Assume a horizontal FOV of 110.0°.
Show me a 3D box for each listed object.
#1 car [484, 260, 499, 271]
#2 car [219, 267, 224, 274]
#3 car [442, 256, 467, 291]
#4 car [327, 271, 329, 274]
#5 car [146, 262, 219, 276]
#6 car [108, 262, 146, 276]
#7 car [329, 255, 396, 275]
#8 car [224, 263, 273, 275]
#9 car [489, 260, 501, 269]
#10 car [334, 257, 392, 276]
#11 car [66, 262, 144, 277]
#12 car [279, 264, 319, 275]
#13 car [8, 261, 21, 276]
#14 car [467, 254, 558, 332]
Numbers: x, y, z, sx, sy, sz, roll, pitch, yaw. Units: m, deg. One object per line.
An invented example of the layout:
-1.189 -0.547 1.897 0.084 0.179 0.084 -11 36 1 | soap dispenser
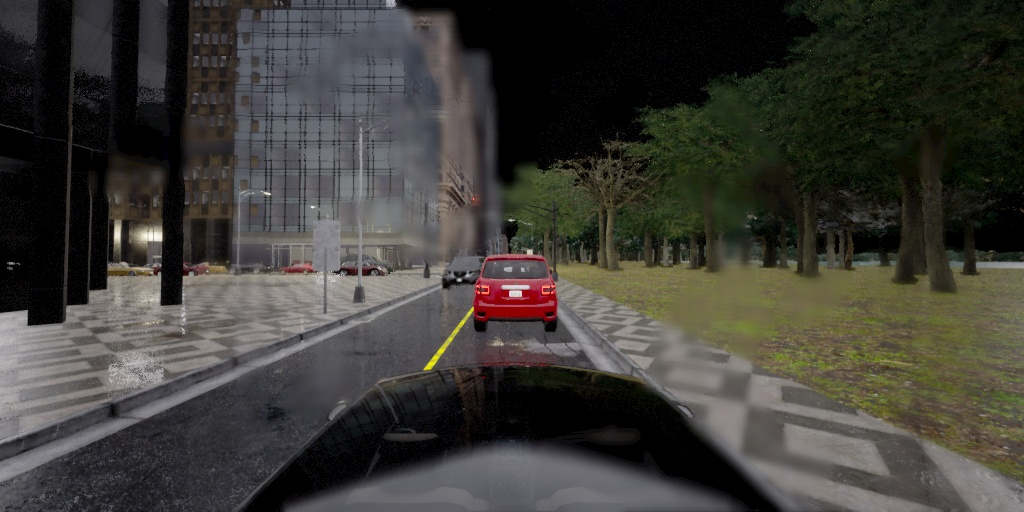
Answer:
-3.038 1.395 53.109 2.033 1.411 5.357 0 0 -3 | car
-35.580 1.455 41.195 4.829 1.417 1.751 0 0 0 | car
-2.777 0.986 22.596 2.150 2.045 5.566 0 0 3 | car
-18.949 1.485 41.195 4.313 1.339 1.948 0 0 0 | car
-29.928 1.245 32.673 4.507 1.381 1.888 0 0 0 | car
-35.246 1.229 32.673 4.829 1.417 1.751 0 0 0 | car
-14.417 0.982 35.361 5.566 2.045 2.150 0 -2 0 | car
-29.923 1.492 41.195 4.313 1.339 1.948 0 0 0 | car
-2.973 1.453 63.153 1.994 1.385 4.181 0 0 1 | car
-13.497 1.129 32.672 4.097 1.591 1.967 0 0 -1 | car
-40.047 1.325 35.377 5.357 1.411 2.033 0 -2 0 | car
-24.436 1.505 41.195 4.207 1.307 1.802 0 0 0 | car
-46.392 1.149 32.674 4.097 1.591 1.967 0 0 0 | car
0.104 0.976 11.071 2.150 2.045 5.566 0 0 0 | car
